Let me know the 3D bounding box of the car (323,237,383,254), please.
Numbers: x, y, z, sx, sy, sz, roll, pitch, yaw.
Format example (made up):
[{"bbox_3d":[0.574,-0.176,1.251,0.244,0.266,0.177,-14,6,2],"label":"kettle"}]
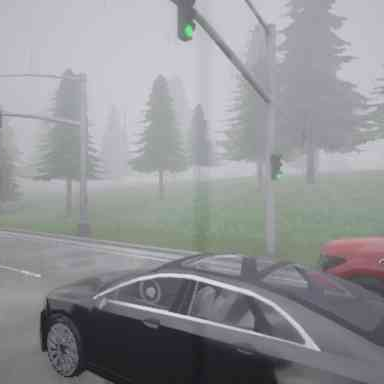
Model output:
[{"bbox_3d":[4.723,1.223,4.922,5.566,2.045,2.150,0,0,35],"label":"car"}]

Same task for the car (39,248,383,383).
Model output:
[{"bbox_3d":[0.158,1.494,3.881,4.902,1.511,2.128,0,0,35],"label":"car"}]
